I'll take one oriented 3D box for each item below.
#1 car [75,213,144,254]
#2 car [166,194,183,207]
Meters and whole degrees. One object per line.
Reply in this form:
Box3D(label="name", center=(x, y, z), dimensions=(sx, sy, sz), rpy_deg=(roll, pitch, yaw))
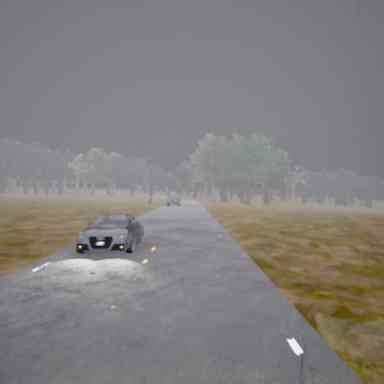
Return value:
Box3D(label="car", center=(-3.117, 1.566, 13.327), dimensions=(1.994, 1.385, 4.181), rpy_deg=(0, 0, 0))
Box3D(label="car", center=(-3.126, 1.405, 56.085), dimensions=(2.150, 2.045, 5.566), rpy_deg=(0, 0, 0))
